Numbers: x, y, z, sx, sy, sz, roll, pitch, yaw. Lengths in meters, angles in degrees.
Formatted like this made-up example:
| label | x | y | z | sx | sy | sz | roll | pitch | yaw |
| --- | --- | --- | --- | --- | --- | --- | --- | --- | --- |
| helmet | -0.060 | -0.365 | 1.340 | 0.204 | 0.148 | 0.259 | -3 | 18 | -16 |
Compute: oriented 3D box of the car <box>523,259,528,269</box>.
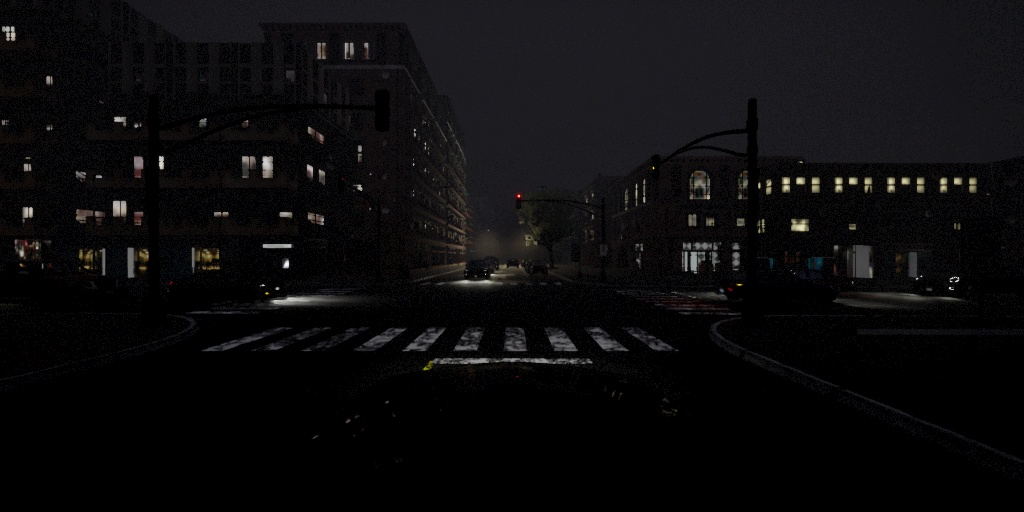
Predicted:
| label | x | y | z | sx | sy | sz | roll | pitch | yaw |
| --- | --- | --- | --- | --- | --- | --- | --- | --- | --- |
| car | 2.712 | 1.228 | 42.509 | 1.967 | 1.591 | 4.097 | 0 | 0 | 0 |

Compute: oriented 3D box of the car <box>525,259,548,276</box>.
| label | x | y | z | sx | sy | sz | roll | pitch | yaw |
| --- | --- | --- | --- | --- | --- | --- | --- | --- | --- |
| car | 2.709 | 1.330 | 36.812 | 2.007 | 1.370 | 4.403 | 0 | 0 | 0 |

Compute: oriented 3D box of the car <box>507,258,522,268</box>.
| label | x | y | z | sx | sy | sz | roll | pitch | yaw |
| --- | --- | --- | --- | --- | --- | --- | --- | --- | --- |
| car | 0.132 | 1.179 | 63.051 | 2.097 | 1.767 | 4.553 | 0 | 0 | 0 |

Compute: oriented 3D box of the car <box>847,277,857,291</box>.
| label | x | y | z | sx | sy | sz | roll | pitch | yaw |
| --- | --- | --- | --- | --- | --- | --- | --- | --- | --- |
| car | 15.033 | 1.372 | 19.105 | 5.357 | 1.411 | 2.033 | 0 | 0 | 0 |

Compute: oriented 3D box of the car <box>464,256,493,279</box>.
| label | x | y | z | sx | sy | sz | roll | pitch | yaw |
| --- | --- | --- | --- | --- | --- | --- | --- | --- | --- |
| car | -3.056 | 1.124 | 32.274 | 2.097 | 1.767 | 4.553 | 0 | 0 | -1 |

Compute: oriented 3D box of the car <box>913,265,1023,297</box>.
| label | x | y | z | sx | sy | sz | roll | pitch | yaw |
| --- | --- | --- | --- | --- | --- | --- | --- | --- | --- |
| car | 24.533 | 1.219 | 19.166 | 4.553 | 1.767 | 2.097 | 0 | 0 | 0 |

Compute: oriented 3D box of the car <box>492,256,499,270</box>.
| label | x | y | z | sx | sy | sz | roll | pitch | yaw |
| --- | --- | --- | --- | --- | --- | --- | --- | --- | --- |
| car | -3.063 | 1.028 | 53.204 | 2.150 | 2.045 | 5.566 | 0 | 0 | 1 |

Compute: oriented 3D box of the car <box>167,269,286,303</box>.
| label | x | y | z | sx | sy | sz | roll | pitch | yaw |
| --- | --- | --- | --- | --- | --- | --- | --- | --- | --- |
| car | -12.561 | 1.279 | 15.982 | 4.181 | 1.385 | 1.994 | 0 | 0 | -4 |

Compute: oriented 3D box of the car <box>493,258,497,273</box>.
| label | x | y | z | sx | sy | sz | roll | pitch | yaw |
| --- | --- | --- | --- | --- | --- | --- | --- | --- | --- |
| car | -3.077 | 1.314 | 42.572 | 1.812 | 1.442 | 4.674 | 0 | 0 | 0 |

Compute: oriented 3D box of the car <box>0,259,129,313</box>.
| label | x | y | z | sx | sy | sz | roll | pitch | yaw |
| --- | --- | --- | --- | --- | --- | --- | --- | --- | --- |
| car | -17.270 | 1.013 | 13.103 | 5.009 | 1.841 | 2.192 | 0 | 0 | 0 |

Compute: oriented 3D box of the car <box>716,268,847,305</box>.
| label | x | y | z | sx | sy | sz | roll | pitch | yaw |
| --- | --- | --- | --- | --- | --- | --- | --- | --- | --- |
| car | 11.578 | 1.336 | 15.881 | 4.674 | 1.442 | 1.812 | 0 | 0 | 0 |
